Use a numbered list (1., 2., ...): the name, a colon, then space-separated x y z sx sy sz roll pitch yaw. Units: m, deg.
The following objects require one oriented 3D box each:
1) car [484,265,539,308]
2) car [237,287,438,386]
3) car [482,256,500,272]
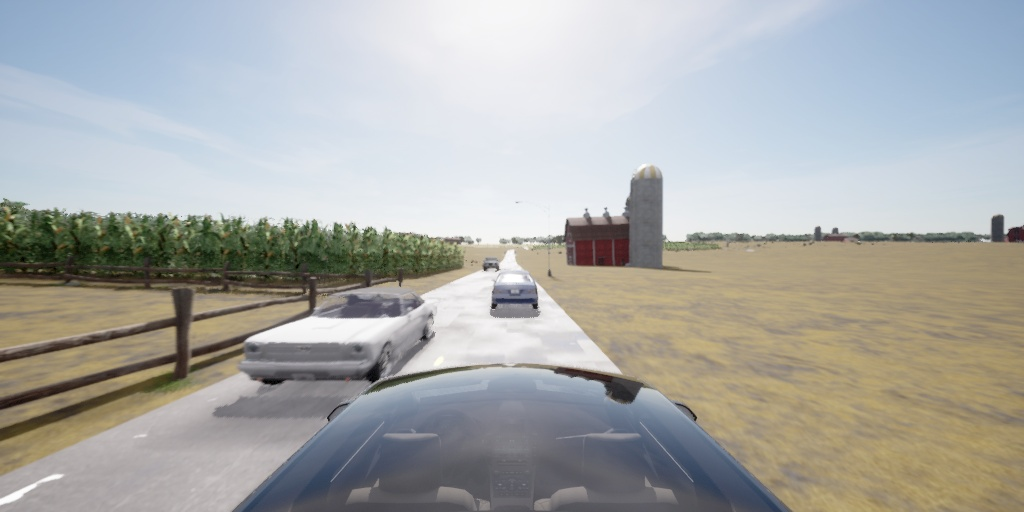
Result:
1. car: 0.098 1.297 15.113 2.033 1.411 5.357 0 0 0
2. car: -2.847 1.348 7.097 1.895 1.301 4.718 0 0 0
3. car: -2.823 1.071 49.804 2.150 2.045 5.566 0 0 0
